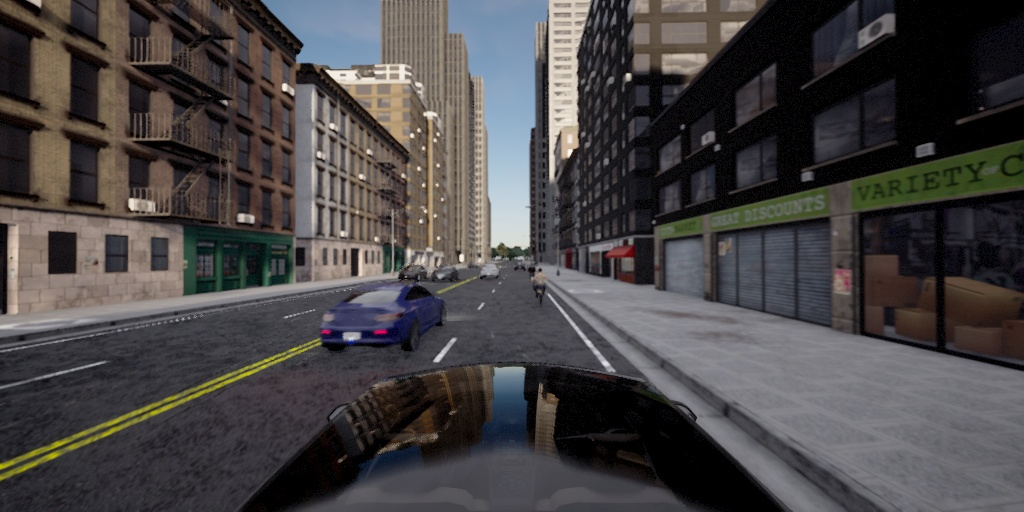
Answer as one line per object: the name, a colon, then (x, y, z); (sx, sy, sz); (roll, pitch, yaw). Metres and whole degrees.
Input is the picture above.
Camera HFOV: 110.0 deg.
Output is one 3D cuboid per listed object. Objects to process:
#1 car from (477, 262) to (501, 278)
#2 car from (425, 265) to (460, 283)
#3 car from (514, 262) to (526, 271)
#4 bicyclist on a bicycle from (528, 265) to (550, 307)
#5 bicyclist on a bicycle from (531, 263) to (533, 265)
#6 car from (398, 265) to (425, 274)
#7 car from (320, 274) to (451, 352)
car: (-2.340, 1.630, 38.775); (1.812, 1.442, 4.674); (0, 0, 1)
car: (-5.924, 1.550, 32.291); (2.128, 1.511, 4.902); (0, -1, 1)
car: (1.439, 1.842, 64.220); (1.812, 1.442, 4.674); (0, -1, 1)
bicyclist on a bicycle: (1.193, 1.309, 15.277); (0.866, 1.612, 1.509); (0, -1, 1)
bicyclist on a bicycle: (1.428, 1.339, 25.607); (0.659, 1.776, 1.843); (0, 0, 1)
car: (-9.149, 1.587, 33.517); (1.837, 1.490, 4.892); (0, -1, 1)
car: (-2.961, 1.355, 9.032); (1.812, 1.442, 4.674); (0, -1, 1)
